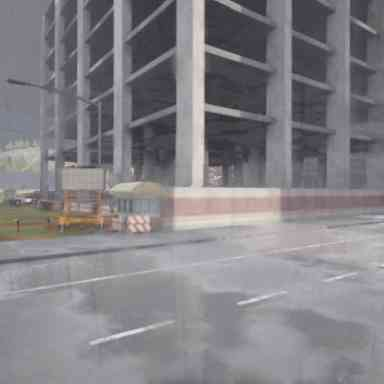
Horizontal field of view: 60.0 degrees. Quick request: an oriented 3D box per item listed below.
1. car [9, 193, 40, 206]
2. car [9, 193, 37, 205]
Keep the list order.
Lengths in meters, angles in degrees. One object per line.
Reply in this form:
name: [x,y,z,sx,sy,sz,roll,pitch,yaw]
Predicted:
car: [-25.826,1.134,51.788,3.866,1.878,1.905,0,0,-36]
car: [-27.551,1.134,54.170,3.866,1.878,1.905,0,0,-36]
